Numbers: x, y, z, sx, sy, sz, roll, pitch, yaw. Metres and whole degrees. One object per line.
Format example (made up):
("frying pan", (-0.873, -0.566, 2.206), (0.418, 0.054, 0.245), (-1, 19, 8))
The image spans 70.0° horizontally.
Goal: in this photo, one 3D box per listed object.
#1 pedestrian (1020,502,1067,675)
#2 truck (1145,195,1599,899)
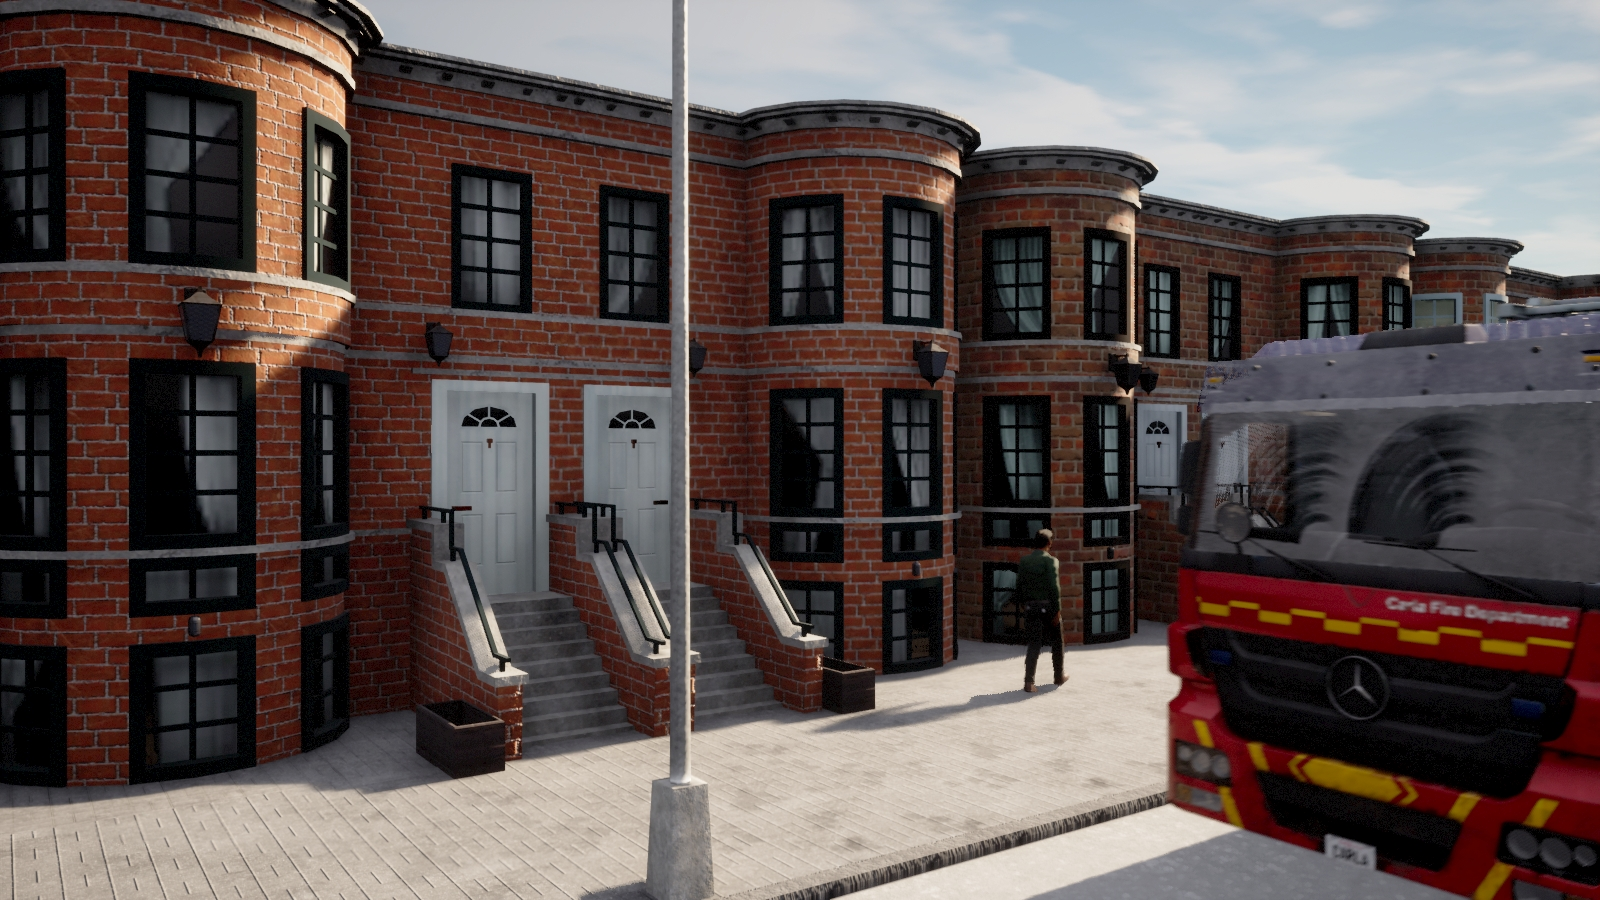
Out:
("pedestrian", (2.699, 1.520, 12.685), (0.375, 1.860, 0.375), (0, 0, 40))
("truck", (6.665, 0.666, 9.068), (8.468, 3.827, 2.891), (0, 0, -35))
